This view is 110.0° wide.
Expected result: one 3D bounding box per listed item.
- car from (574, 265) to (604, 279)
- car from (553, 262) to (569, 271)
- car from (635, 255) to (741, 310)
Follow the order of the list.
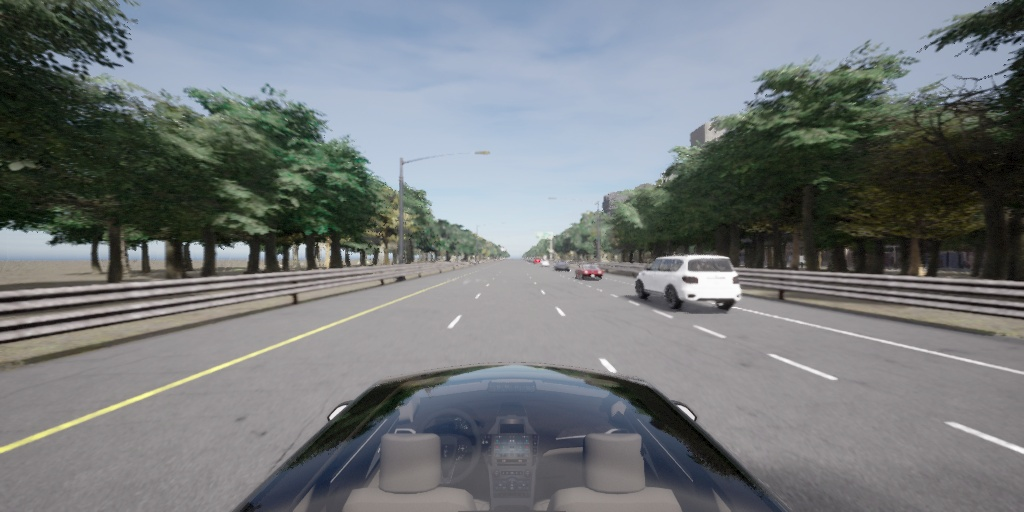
[{"bbox_3d":[7.045,1.462,33.415,1.895,1.301,4.718,0,0,0],"label":"car"},{"bbox_3d":[7.125,1.518,52.294,1.994,1.385,4.181,0,0,0],"label":"car"},{"bbox_3d":[7.005,1.001,14.969,2.150,2.045,5.566,0,0,0],"label":"car"}]
